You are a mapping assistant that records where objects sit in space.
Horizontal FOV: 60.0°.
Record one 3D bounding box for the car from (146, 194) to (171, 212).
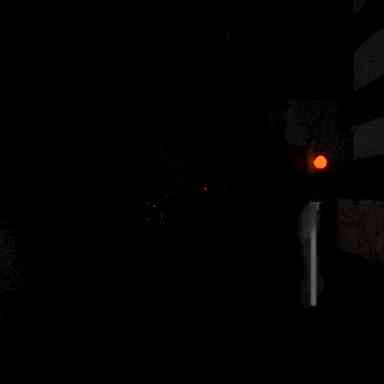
[{"bbox_3d":[-4.138,1.221,39.674,2.150,2.045,5.566,0,0,0],"label":"car"}]
